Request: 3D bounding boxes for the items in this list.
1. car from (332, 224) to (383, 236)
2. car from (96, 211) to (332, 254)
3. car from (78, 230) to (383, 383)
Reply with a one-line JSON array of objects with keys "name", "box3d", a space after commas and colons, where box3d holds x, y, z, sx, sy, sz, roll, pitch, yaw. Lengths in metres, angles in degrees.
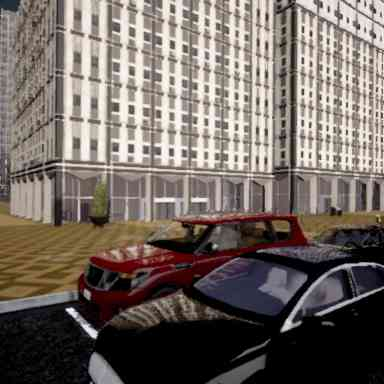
[{"name": "car", "box3d": [4.862, 1.673, 10.031, 4.313, 1.339, 1.947, 1, -1, -36]}, {"name": "car", "box3d": [0.368, 1.361, 6.825, 5.009, 1.841, 2.192, 1, -1, -36]}, {"name": "car", "box3d": [1.198, 1.528, 4.232, 4.902, 1.511, 2.128, 1, 0, -36]}]
